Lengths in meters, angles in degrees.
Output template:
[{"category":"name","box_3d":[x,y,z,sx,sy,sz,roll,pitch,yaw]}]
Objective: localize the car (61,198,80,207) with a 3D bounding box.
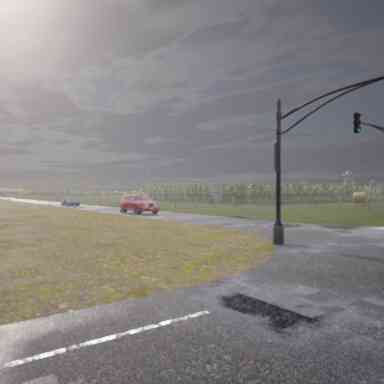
[{"category":"car","box_3d":[-19.847,1.632,54.287,2.033,1.411,5.357,0,0,-36]}]

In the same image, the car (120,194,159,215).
[{"category":"car","box_3d":[-5.514,1.264,34.420,2.150,2.045,5.566,0,0,-36]}]
